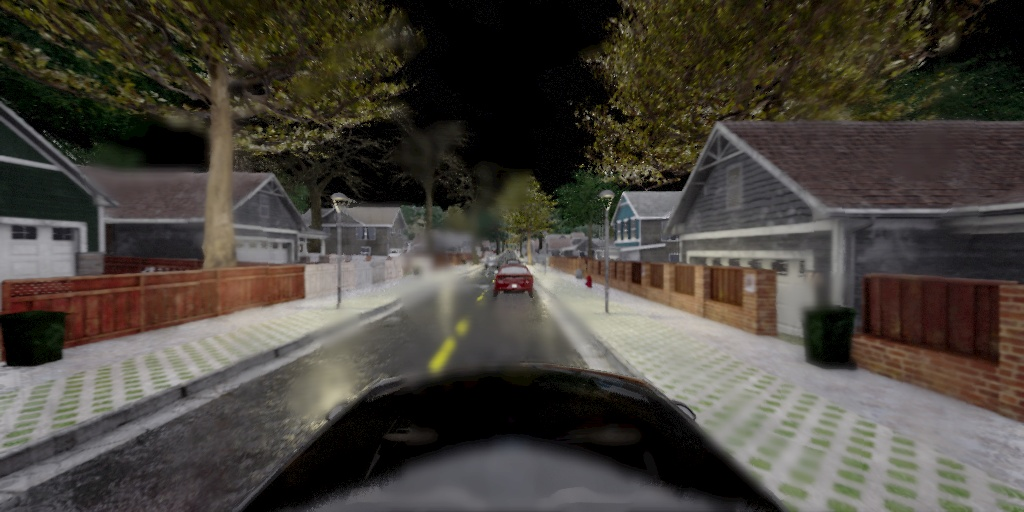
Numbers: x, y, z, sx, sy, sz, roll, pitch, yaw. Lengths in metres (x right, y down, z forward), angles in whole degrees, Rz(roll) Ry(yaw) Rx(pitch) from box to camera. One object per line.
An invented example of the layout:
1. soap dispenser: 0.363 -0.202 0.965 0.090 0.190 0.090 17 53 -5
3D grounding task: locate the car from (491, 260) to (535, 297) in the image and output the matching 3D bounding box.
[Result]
1. car: 0.105 1.167 18.394 1.882 1.535 5.008 0 0 0

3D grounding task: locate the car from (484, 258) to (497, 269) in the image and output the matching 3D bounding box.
1. car: -2.784 0.977 50.016 2.128 1.511 4.902 0 0 1
